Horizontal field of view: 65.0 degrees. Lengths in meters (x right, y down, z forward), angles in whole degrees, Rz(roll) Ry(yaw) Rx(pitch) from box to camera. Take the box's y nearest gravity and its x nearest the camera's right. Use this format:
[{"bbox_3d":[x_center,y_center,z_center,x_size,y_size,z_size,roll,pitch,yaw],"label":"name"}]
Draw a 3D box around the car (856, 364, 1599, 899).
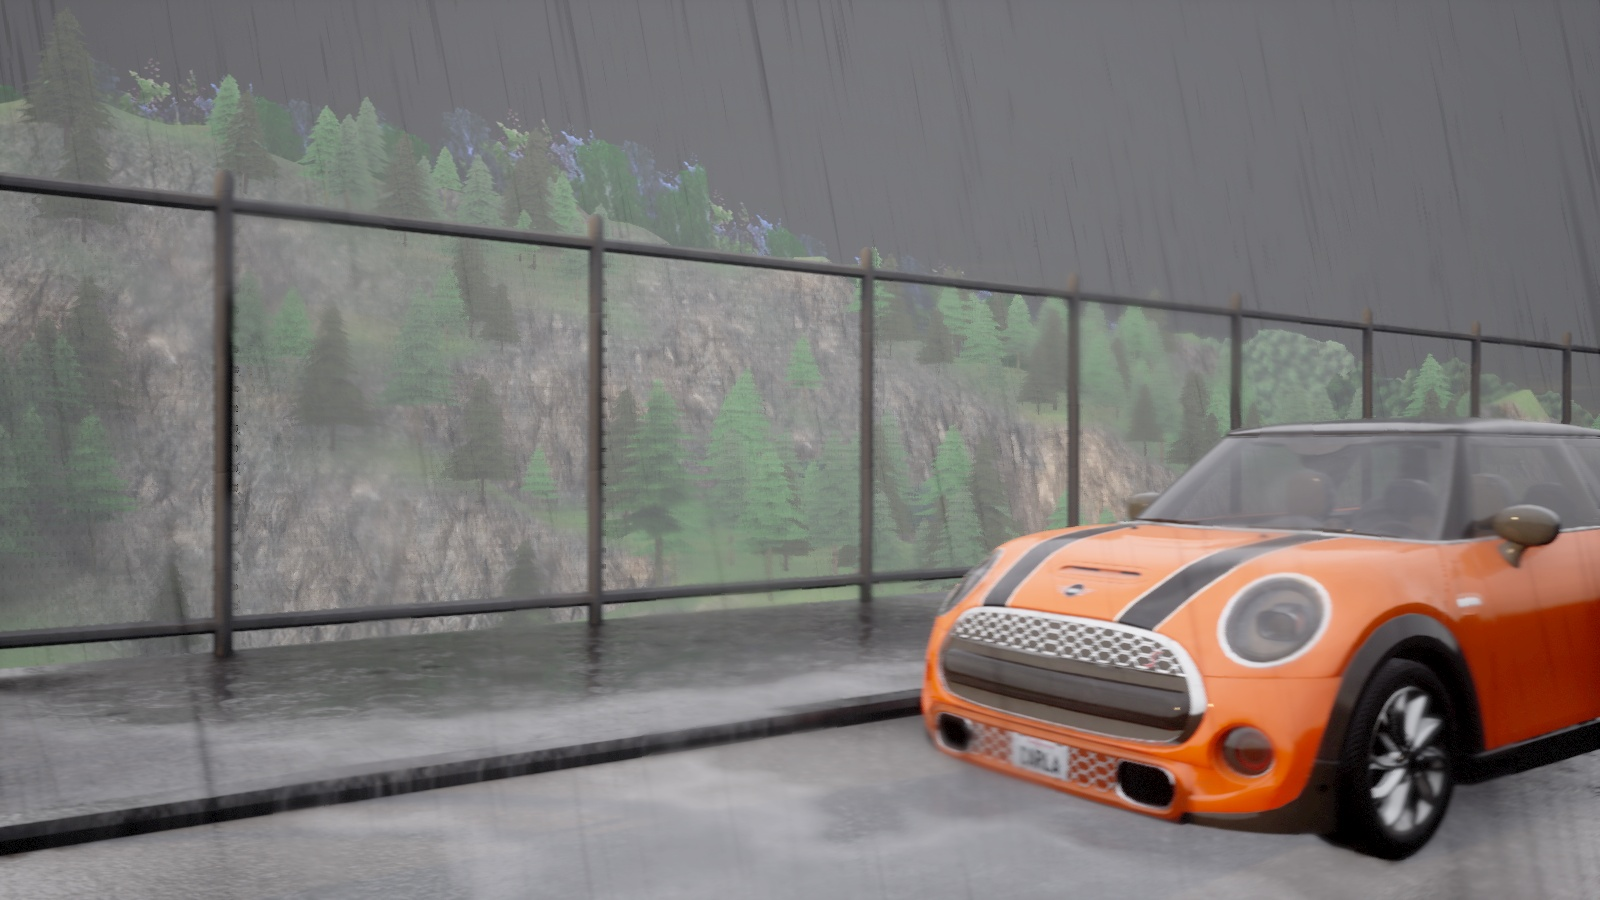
[{"bbox_3d":[2.725,0.613,6.167,4.553,1.767,2.097,0,0,-35],"label":"car"}]
